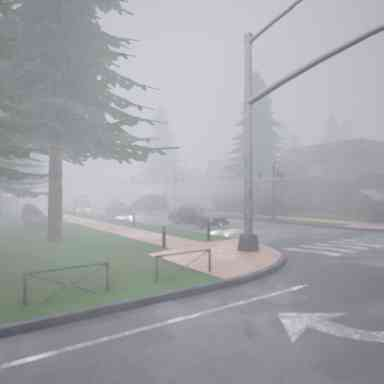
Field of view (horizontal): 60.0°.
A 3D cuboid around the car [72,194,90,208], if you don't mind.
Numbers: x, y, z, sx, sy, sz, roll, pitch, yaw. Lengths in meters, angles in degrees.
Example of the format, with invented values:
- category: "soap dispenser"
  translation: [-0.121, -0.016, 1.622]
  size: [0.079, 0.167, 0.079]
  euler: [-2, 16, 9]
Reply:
- category: "car"
  translation: [-17.394, 1.383, 51.925]
  size: [2.150, 2.045, 5.566]
  euler: [0, 0, -25]

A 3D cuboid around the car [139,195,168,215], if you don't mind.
- category: "car"
  translation: [-4.678, 1.359, 36.911]
  size: [2.150, 2.045, 5.566]
  euler: [0, 0, -34]

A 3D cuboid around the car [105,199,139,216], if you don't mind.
- category: "car"
  translation: [-7.554, 1.704, 34.689]
  size: [1.994, 1.385, 4.181]
  euler: [0, 0, -34]

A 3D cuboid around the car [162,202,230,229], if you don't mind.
- category: "car"
  translation: [0.288, 1.690, 23.413]
  size: [2.033, 1.411, 5.357]
  euler: [0, 0, -35]
